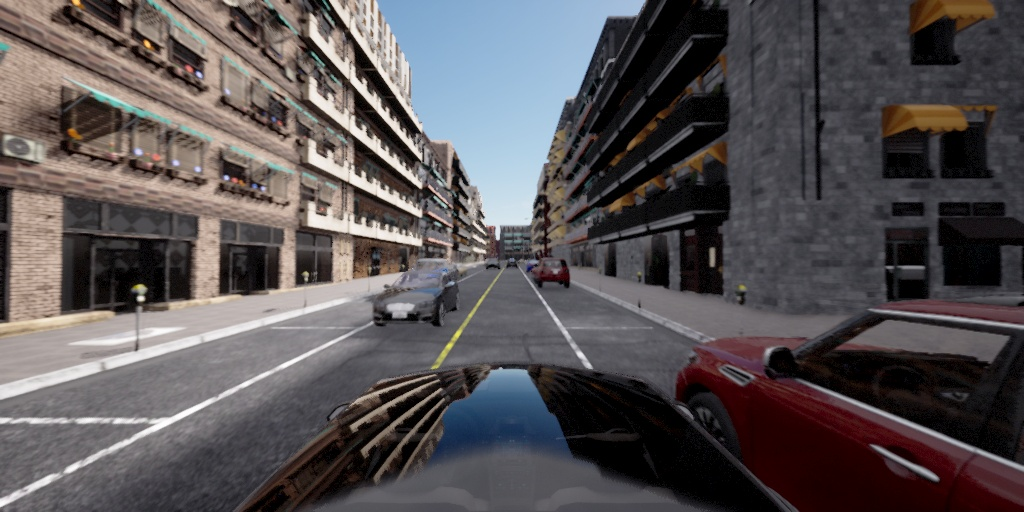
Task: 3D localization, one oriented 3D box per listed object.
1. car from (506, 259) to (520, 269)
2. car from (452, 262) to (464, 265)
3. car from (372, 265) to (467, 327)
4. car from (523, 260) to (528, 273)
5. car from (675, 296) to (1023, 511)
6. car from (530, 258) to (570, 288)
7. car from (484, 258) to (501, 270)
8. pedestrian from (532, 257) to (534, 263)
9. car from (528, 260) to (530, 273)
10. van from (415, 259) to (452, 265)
[{"bbox_3d":[0.013,1.299,59.180,1.837,1.490,4.892,0,0,0],"label":"car"},{"bbox_3d":[-5.314,1.285,29.160,2.007,1.370,4.403,0,0,0],"label":"car"},{"bbox_3d":[-2.836,1.224,11.523,2.128,1.511,4.902,0,0,0],"label":"car"},{"bbox_3d":[2.751,1.239,44.598,1.882,1.535,5.008,0,0,0],"label":"car"},{"bbox_3d":[2.566,1.066,1.398,2.192,1.841,5.009,0,0,0],"label":"car"},{"bbox_3d":[2.567,1.042,23.630,2.192,1.841,5.009,0,0,0],"label":"car"},{"bbox_3d":[-2.809,1.132,53.789,2.097,1.767,4.553,0,0,0],"label":"car"},{"bbox_3d":[2.751,1.061,47.616,0.375,1.860,0.375,1,-1,0],"label":"pedestrian"},{"bbox_3d":[2.567,1.174,29.194,1.967,1.591,4.097,0,0,0],"label":"car"},{"bbox_3d":[-5.314,1.068,23.595,1.690,1.789,3.998,0,0,0],"label":"van"}]
